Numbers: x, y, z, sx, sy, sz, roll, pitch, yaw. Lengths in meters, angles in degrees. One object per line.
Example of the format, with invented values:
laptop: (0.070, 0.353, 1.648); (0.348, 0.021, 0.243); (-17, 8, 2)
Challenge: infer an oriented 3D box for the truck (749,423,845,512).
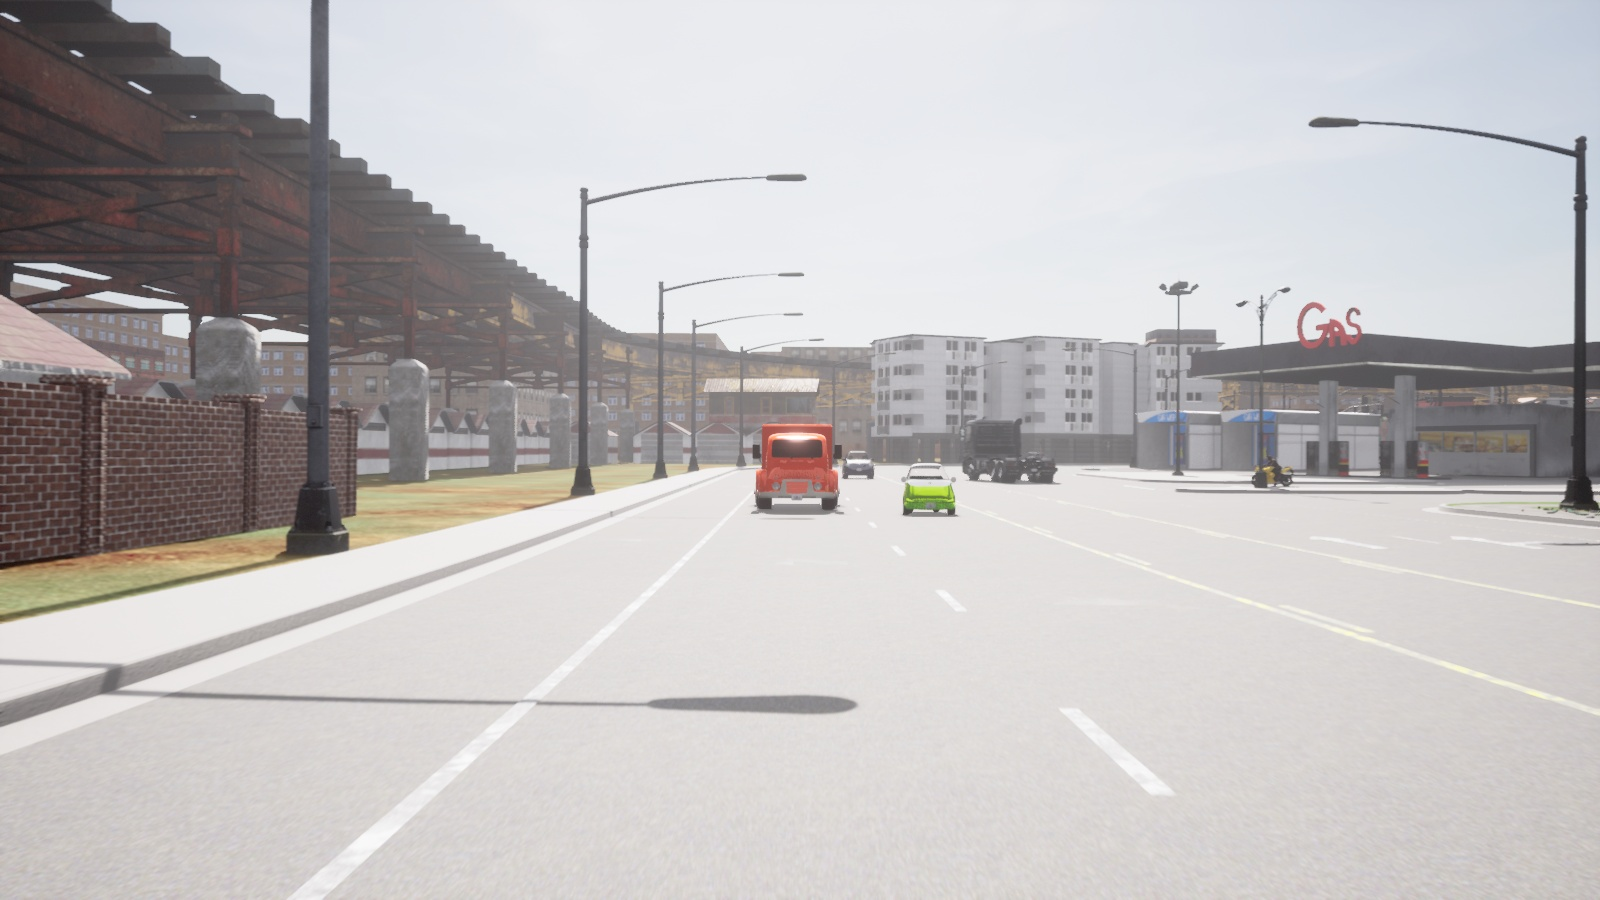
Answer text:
truck: (-0.086, 0.477, 37.254); (2.627, 2.467, 5.204); (0, 0, 0)

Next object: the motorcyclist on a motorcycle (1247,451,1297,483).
motorcyclist on a motorcycle: (22.491, 0.814, 59.861); (2.044, 1.523, 0.797); (0, 0, 0)

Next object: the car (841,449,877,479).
car: (3.335, 0.783, 71.987); (1.851, 1.617, 3.988); (0, 0, 0)

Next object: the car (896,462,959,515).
car: (3.424, 1.011, 33.946); (1.481, 1.376, 2.207); (0, 0, 0)

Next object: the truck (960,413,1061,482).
truck: (11.153, -0.120, 67.431); (2.891, 3.462, 7.936); (0, 0, -10)
